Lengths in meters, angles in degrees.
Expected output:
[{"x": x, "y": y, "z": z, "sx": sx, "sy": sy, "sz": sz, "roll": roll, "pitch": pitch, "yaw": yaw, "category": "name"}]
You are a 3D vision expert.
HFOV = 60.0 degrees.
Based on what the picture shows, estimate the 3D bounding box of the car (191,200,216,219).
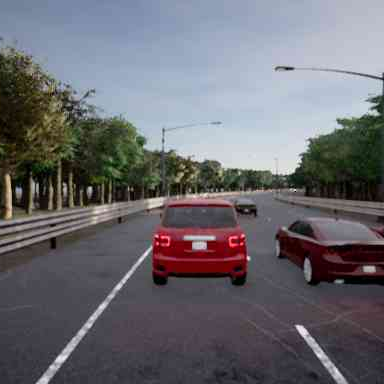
[{"x": 1.031, "y": 1.415, "z": 28.453, "sx": 1.994, "sy": 1.385, "sz": 4.181, "roll": 0, "pitch": 0, "yaw": 4, "category": "car"}]

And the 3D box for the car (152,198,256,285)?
[{"x": 0.206, "y": 1.171, "z": 9.465, "sx": 2.150, "sy": 2.045, "sz": 5.566, "roll": 0, "pitch": 0, "yaw": 1, "category": "car"}]

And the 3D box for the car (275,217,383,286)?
[{"x": 3.713, "y": 1.428, "z": 9.343, "sx": 1.882, "sy": 1.535, "sz": 5.008, "roll": 0, "pitch": 0, "yaw": 1, "category": "car"}]
